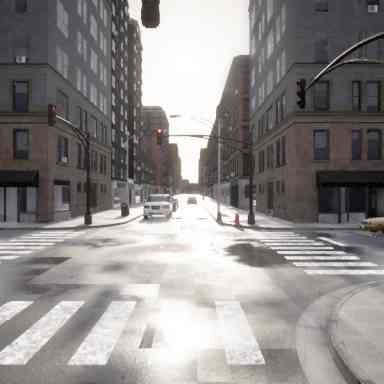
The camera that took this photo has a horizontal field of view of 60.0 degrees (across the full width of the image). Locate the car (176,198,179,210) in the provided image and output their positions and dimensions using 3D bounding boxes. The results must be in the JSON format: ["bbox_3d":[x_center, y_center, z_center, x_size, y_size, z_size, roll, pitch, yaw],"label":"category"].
[{"bbox_3d":[-2.904,1.345,39.472,2.097,1.767,4.553,0,0,0],"label":"car"}]

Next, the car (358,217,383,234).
[{"bbox_3d":[11.606,1.555,17.912,4.829,1.417,1.752,0,0,0],"label":"car"}]

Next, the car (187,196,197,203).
[{"bbox_3d":[-0.005,1.571,70.069,1.895,1.301,4.718,0,0,0],"label":"car"}]

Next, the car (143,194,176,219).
[{"bbox_3d":[-2.894,1.218,29.207,2.150,2.045,5.566,0,0,0],"label":"car"}]

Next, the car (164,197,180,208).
[{"bbox_3d":[-2.919,1.534,49.754,2.033,1.411,5.357,0,0,0],"label":"car"}]

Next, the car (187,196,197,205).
[{"bbox_3d":[0.004,1.527,59.694,2.033,1.411,5.357,0,0,0],"label":"car"}]
